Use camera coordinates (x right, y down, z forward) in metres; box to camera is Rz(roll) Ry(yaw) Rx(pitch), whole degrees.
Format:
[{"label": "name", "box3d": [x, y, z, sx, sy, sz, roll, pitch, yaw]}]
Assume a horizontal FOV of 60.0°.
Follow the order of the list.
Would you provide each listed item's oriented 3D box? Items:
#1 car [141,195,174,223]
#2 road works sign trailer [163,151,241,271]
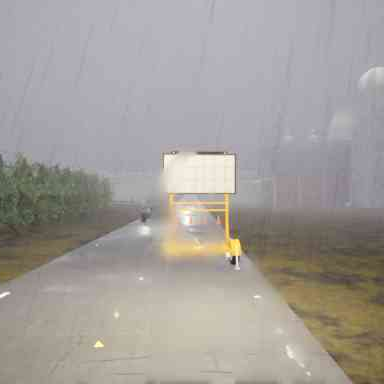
[{"label": "car", "box3d": [-2.648, 1.275, 26.410, 2.150, 2.045, 5.566, 0, 0, 0]}, {"label": "road works sign trailer", "box3d": [0.231, 0.471, 11.006, 2.380, 3.560, 2.880, 0, 0, -4]}]
